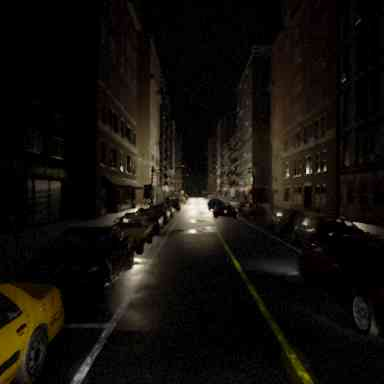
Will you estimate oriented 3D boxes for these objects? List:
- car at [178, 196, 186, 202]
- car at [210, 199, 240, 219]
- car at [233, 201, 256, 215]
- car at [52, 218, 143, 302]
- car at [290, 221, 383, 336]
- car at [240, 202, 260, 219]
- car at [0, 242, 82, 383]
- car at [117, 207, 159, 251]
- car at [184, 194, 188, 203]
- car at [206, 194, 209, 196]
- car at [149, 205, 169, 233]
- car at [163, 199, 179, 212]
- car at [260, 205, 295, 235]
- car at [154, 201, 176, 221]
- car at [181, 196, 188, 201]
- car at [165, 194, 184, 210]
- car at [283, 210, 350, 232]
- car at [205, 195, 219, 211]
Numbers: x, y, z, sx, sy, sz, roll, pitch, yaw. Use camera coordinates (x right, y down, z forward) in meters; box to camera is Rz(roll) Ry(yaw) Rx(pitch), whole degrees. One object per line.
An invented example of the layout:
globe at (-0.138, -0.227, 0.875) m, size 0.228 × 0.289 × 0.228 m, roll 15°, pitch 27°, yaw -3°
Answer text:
car at (-2.266, 1.662, 78.024) m, size 1.752 × 1.417 × 4.829 m, roll 0°, pitch 0°, yaw 0°
car at (2.916, 1.646, 30.452) m, size 1.994 × 1.385 × 4.181 m, roll 0°, pitch 0°, yaw 2°
car at (5.549, 1.686, 35.362) m, size 1.802 × 1.307 × 4.206 m, roll 0°, pitch 0°, yaw 0°
car at (-2.609, 1.573, 8.347) m, size 1.947 × 1.339 × 4.313 m, roll 0°, pitch 0°, yaw 0°
car at (3.596, 1.561, 6.599) m, size 1.812 × 1.442 × 4.674 m, roll 0°, pitch 0°, yaw 0°
car at (5.524, 1.620, 30.120) m, size 1.752 × 1.417 × 4.829 m, roll 0°, pitch 0°, yaw 0°
car at (-2.636, 1.519, 2.765) m, size 1.752 × 1.417 × 4.829 m, roll 0°, pitch 0°, yaw 0°
car at (-2.583, 1.545, 13.590) m, size 1.752 × 1.417 × 4.829 m, roll 0°, pitch 0°, yaw 0°
car at (-2.319, 1.671, 67.286) m, size 2.008 × 1.369 × 4.403 m, roll 0°, pitch 0°, yaw 0°
car at (5.841, 1.641, 94.511) m, size 1.967 × 1.590 × 4.097 m, roll 0°, pitch 0°, yaw 0°
car at (-2.556, 1.615, 19.173) m, size 1.802 × 1.307 × 4.206 m, roll 0°, pitch 0°, yaw 0°
car at (-2.502, 1.605, 29.998) m, size 2.008 × 1.369 × 4.403 m, roll 0°, pitch 0°, yaw 0°
car at (5.470, 1.639, 19.124) m, size 1.947 × 1.339 × 4.313 m, roll 0°, pitch 0°, yaw 0°
car at (-2.529, 1.595, 24.585) m, size 2.008 × 1.369 × 4.403 m, roll 0°, pitch 0°, yaw 0°
car at (-2.184, 1.726, 94.556) m, size 1.947 × 1.339 × 4.313 m, roll 0°, pitch 0°, yaw 0°
car at (-2.448, 1.388, 40.824) m, size 2.192 × 1.841 × 5.009 m, roll 0°, pitch 0°, yaw 0°
car at (5.443, 1.627, 13.711) m, size 1.947 × 1.339 × 4.313 m, roll 0°, pitch 0°, yaw 0°
car at (2.968, 1.583, 43.321) m, size 1.882 × 1.535 × 5.008 m, roll 0°, pitch 0°, yaw 1°
